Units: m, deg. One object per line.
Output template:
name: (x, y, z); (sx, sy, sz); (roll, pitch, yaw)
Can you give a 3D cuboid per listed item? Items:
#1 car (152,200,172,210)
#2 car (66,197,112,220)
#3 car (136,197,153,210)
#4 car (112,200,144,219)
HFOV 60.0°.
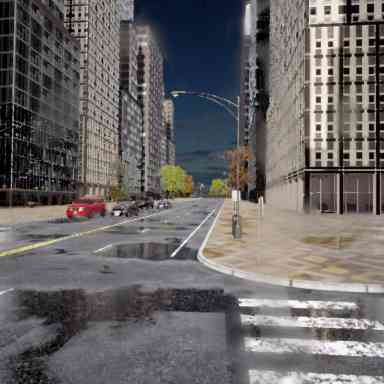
car: (-4.493, 2.091, 54.089); (2.128, 1.511, 4.902); (0, -1, 6)
car: (-10.171, 1.546, 32.601); (2.150, 2.045, 5.566); (0, -1, 6)
car: (-7.729, 1.776, 54.372); (2.150, 2.045, 5.566); (0, -1, 6)
car: (-6.784, 1.859, 33.707); (2.128, 1.511, 4.902); (0, -1, 6)
